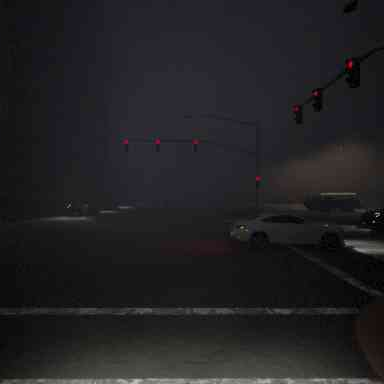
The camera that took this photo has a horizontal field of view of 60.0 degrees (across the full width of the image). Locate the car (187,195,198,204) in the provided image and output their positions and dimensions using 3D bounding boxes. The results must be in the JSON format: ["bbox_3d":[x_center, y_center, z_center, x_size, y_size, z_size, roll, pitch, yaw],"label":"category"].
[{"bbox_3d":[0.133,1.352,63.691,2.097,1.767,4.553,0,0,0],"label":"car"}]

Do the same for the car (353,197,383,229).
[{"bbox_3d":[13.263,1.407,21.255,4.553,1.767,2.097,0,0,1],"label":"car"}]

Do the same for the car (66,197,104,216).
[{"bbox_3d":[-10.673,1.352,32.854,2.097,1.767,4.553,0,0,0],"label":"car"}]

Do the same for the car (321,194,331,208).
[{"bbox_3d":[21.847,1.419,49.494,3.905,1.438,1.784,0,0,1],"label":"car"}]

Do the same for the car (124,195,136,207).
[{"bbox_3d":[-10.530,1.564,52.285,1.994,1.385,4.181,0,0,1],"label":"car"}]

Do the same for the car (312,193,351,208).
[{"bbox_3d":[21.834,1.209,52.178,4.605,1.855,1.932,0,0,1],"label":"car"}]

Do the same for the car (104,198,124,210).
[{"bbox_3d":[-10.609,1.547,42.353,2.033,1.411,5.357,0,0,0],"label":"car"}]

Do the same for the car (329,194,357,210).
[{"bbox_3d":[21.805,1.451,46.599,3.806,1.475,1.970,0,0,1],"label":"car"}]

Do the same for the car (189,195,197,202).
[{"bbox_3d":[0.206,1.362,73.820,1.837,1.490,4.892,0,0,0],"label":"car"}]

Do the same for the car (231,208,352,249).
[{"bbox_3d":[3.999,1.563,14.154,4.674,1.442,1.812,0,0,1],"label":"car"}]

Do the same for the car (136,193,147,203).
[{"bbox_3d":[-10.363,1.223,66.881,2.150,2.045,5.566,0,0,1],"label":"car"}]

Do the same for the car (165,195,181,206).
[{"bbox_3d":[-3.329,1.564,54.879,1.994,1.385,4.181,0,0,0],"label":"car"}]
